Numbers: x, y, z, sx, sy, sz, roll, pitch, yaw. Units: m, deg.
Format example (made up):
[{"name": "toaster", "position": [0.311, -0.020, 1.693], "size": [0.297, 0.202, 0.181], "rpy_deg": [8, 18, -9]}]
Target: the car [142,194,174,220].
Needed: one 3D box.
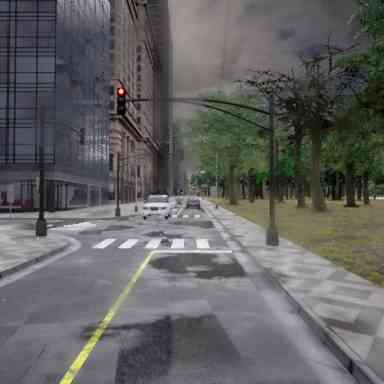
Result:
[{"name": "car", "position": [-3.063, 1.303, 29.692], "size": [2.150, 2.045, 5.566], "rpy_deg": [0, 1, 0]}]

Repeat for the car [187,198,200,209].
[{"name": "car", "position": [0.183, 1.606, 48.623], "size": [2.128, 1.511, 4.902], "rpy_deg": [0, 0, 0]}]

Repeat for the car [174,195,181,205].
[{"name": "car", "position": [-2.949, 1.719, 62.570], "size": [2.033, 1.411, 5.357], "rpy_deg": [0, 0, 1]}]

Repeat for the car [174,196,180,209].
[{"name": "car", "position": [-3.020, 1.631, 46.259], "size": [1.812, 1.442, 4.674], "rpy_deg": [0, 0, 0]}]
